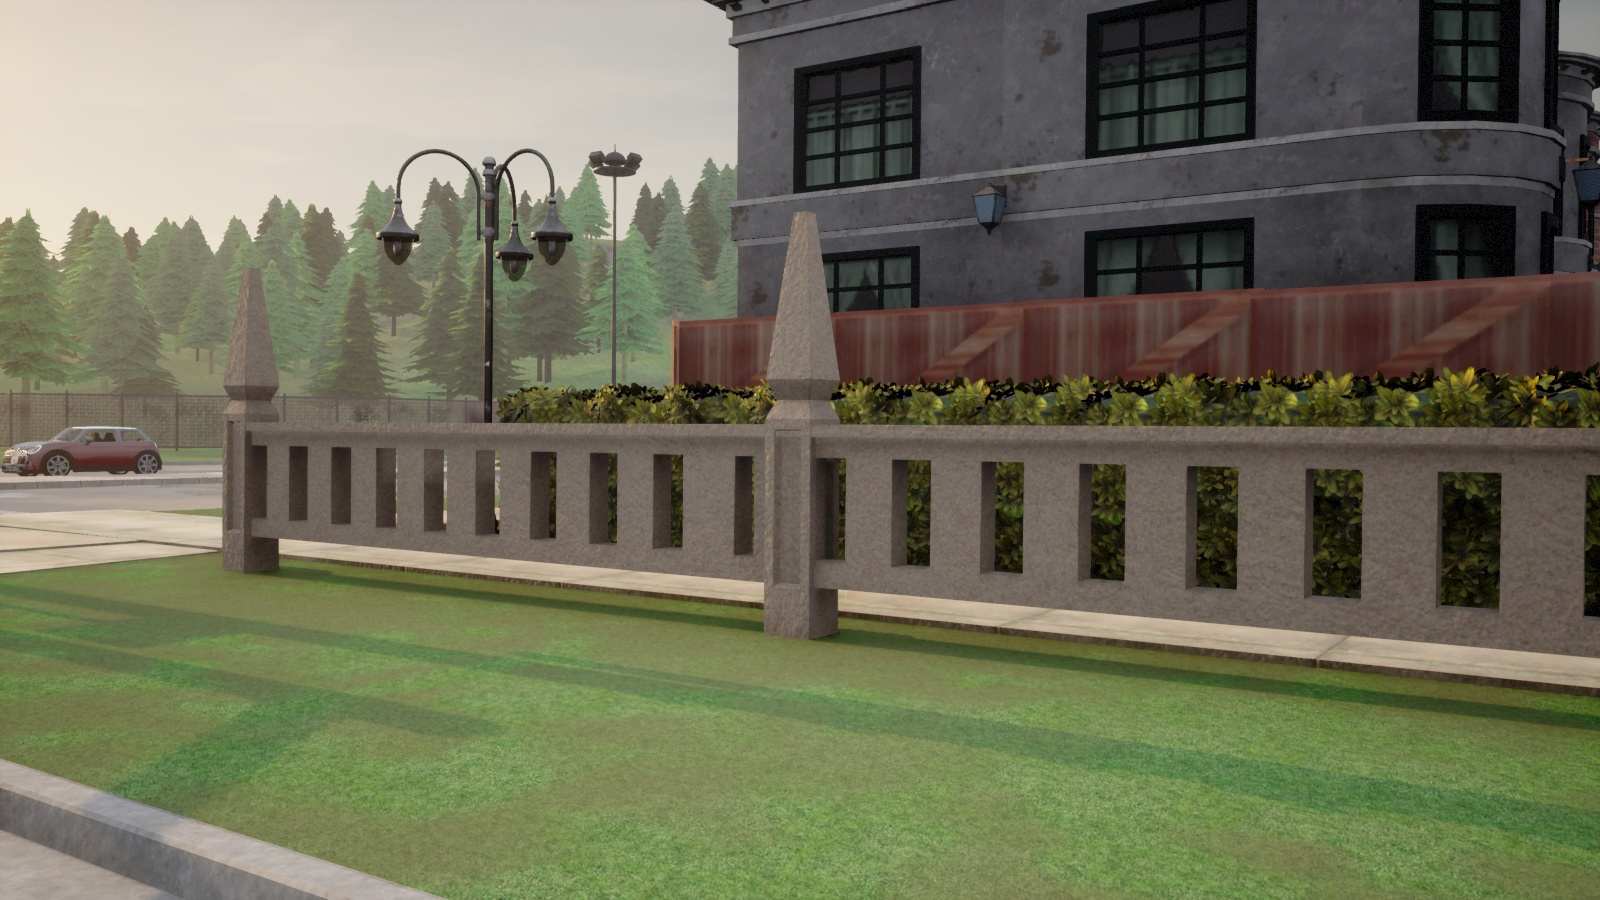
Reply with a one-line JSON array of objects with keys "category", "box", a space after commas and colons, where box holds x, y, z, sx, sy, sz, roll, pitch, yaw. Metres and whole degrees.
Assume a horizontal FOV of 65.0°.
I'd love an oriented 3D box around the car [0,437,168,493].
[{"category": "car", "box": [-20.619, 0.389, 36.179, 1.970, 1.475, 3.806, 0, 1, 34]}]
